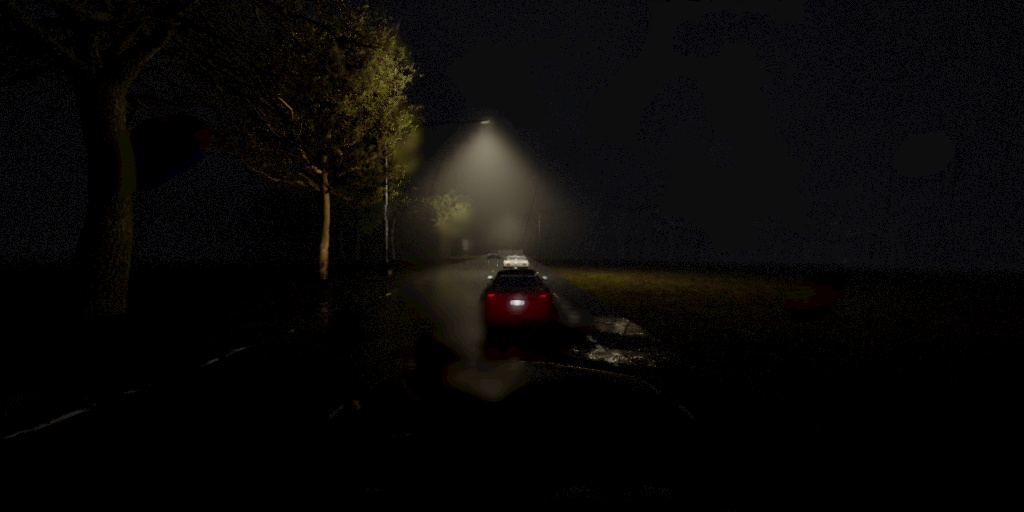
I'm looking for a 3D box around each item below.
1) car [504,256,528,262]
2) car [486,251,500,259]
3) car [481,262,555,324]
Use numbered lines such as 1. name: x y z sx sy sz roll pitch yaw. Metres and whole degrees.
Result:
1. car: 0.308 0.609 28.291 1.895 1.301 4.718 0 1 0
2. car: -3.073 -0.189 60.657 1.812 1.442 4.674 1 1 1
3. car: 0.163 1.077 10.934 1.994 1.385 4.181 1 2 0
